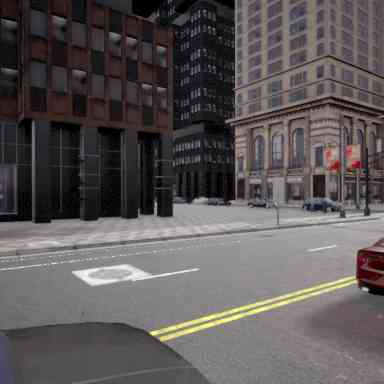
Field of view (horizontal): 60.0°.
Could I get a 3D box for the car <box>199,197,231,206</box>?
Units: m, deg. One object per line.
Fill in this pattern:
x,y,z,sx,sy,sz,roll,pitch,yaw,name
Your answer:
3.982,1.593,53.429,2.033,1.411,5.357,0,0,-35,car

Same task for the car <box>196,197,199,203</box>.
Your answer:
1.723,1.574,62.158,1.812,1.442,4.674,0,0,-35,car

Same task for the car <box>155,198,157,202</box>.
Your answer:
-6.703,1.595,73.909,2.128,1.511,4.902,0,0,-35,car

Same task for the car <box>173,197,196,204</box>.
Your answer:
-2.128,1.608,62.138,2.033,1.411,5.357,0,0,-35,car

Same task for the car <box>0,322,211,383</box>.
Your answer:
-2.334,1.547,1.779,5.357,1.411,2.033,0,0,-35,car

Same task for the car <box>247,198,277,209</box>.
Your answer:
9.673,1.525,45.363,2.128,1.511,4.902,0,0,-35,car

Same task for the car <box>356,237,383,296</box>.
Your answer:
5.681,1.477,7.494,5.008,1.535,1.882,0,0,-36,car

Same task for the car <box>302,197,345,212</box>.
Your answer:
14.948,1.376,37.897,2.097,1.767,4.553,0,0,-35,car
